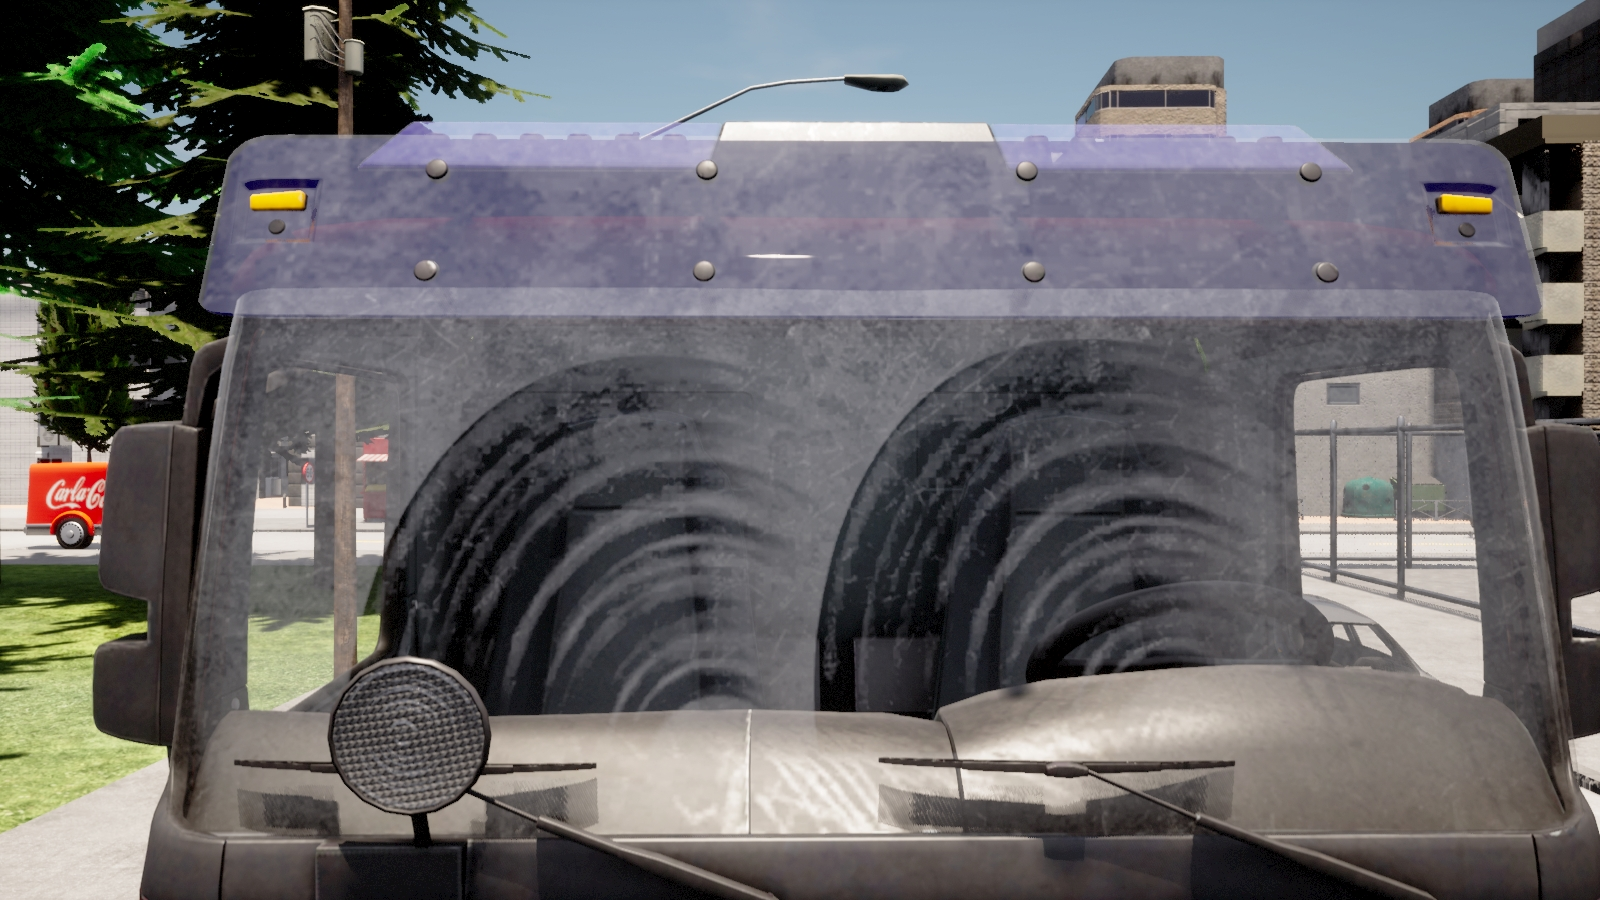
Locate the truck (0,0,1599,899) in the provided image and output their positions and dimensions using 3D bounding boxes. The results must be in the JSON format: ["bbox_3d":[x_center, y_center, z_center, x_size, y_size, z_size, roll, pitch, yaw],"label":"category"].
[{"bbox_3d":[0.092,0.671,5.580,2.891,3.827,8.468,0,0,-1],"label":"truck"}]

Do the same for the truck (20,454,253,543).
[{"bbox_3d":[-19.012,1.348,32.943,5.204,2.467,2.627,0,0,1],"label":"truck"}]

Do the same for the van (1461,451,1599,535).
[{"bbox_3d":[24.242,1.314,35.747,5.915,2.561,1.988,0,0,1],"label":"van"}]
